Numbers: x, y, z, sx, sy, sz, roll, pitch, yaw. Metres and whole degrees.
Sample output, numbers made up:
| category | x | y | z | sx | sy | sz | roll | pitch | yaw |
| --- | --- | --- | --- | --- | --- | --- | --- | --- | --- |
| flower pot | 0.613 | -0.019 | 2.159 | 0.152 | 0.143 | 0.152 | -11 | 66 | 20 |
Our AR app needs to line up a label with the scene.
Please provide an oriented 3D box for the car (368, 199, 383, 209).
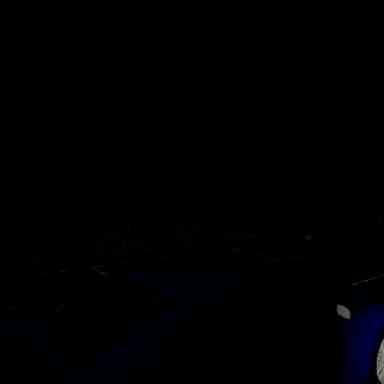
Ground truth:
| category | x | y | z | sx | sy | sz | roll | pitch | yaw |
| --- | --- | --- | --- | --- | --- | --- | --- | --- | --- |
| car | 11.275 | 1.314 | 18.559 | 5.009 | 1.841 | 2.192 | 0 | 0 | -35 |

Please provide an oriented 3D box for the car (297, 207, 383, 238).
| category | x | y | z | sx | sy | sz | roll | pitch | yaw |
| --- | --- | --- | --- | --- | --- | --- | --- | --- | --- |
| car | 6.687 | 1.565 | 15.285 | 4.313 | 1.339 | 1.947 | 0 | 0 | -35 |

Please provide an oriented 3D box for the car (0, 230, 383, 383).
| category | x | y | z | sx | sy | sz | roll | pitch | yaw |
| --- | --- | --- | --- | --- | --- | --- | --- | --- | --- |
| car | 0.386 | 1.477 | 3.594 | 5.008 | 1.535 | 1.882 | 0 | 0 | -35 |
